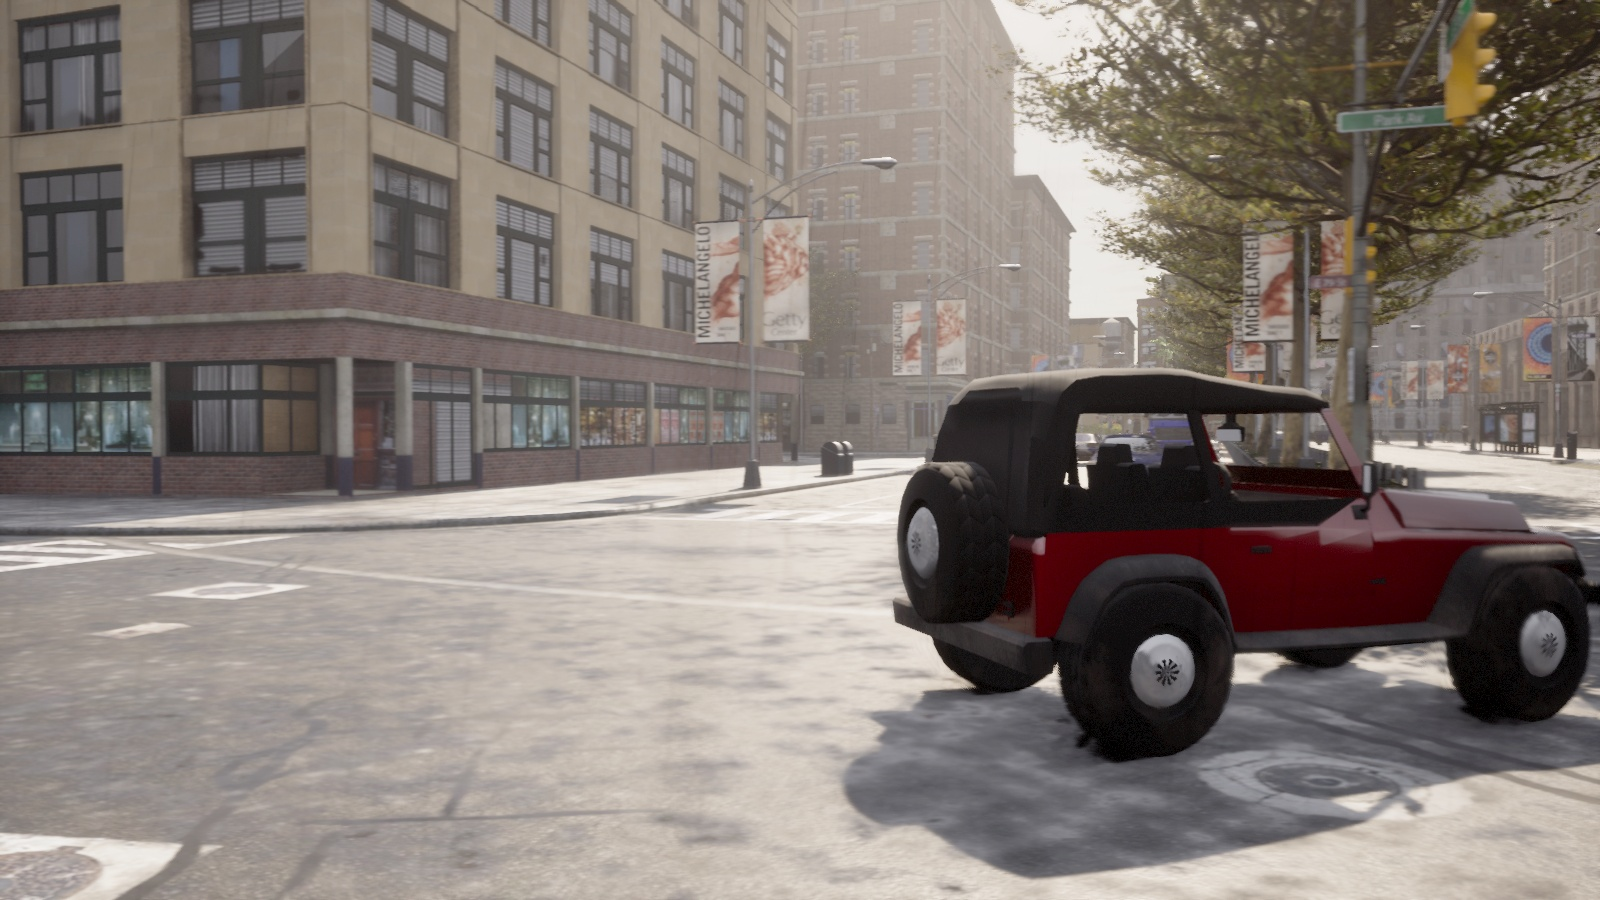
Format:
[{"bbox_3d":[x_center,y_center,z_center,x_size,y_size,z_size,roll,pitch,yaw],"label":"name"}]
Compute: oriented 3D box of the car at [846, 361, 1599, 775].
[{"bbox_3d":[2.411,0.517,7.179,3.866,1.878,1.905,0,1,-18],"label":"car"}]
